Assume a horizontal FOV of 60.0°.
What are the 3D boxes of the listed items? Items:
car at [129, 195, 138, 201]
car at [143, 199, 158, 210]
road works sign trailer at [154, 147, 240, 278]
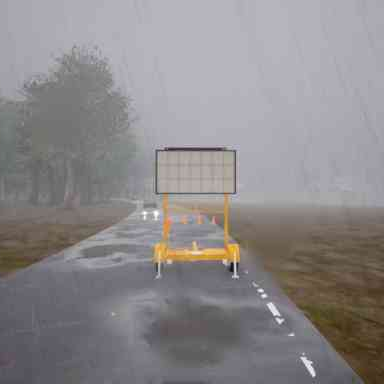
[{"bbox_3d":[-15.479,1.634,88.287,1.882,1.535,5.008,0,0,-18],"label":"car"},{"bbox_3d":[-5.443,1.605,43.430,1.895,1.301,4.718,0,0,-8],"label":"car"},{"bbox_3d":[0.109,0.464,10.097,2.380,3.560,2.880,0,0,-1],"label":"road works sign trailer"}]
